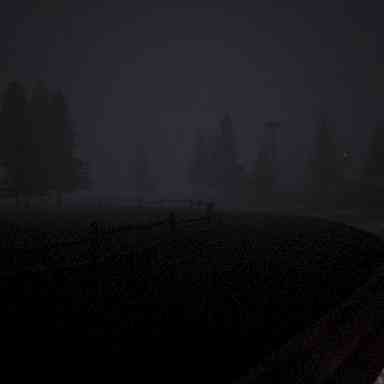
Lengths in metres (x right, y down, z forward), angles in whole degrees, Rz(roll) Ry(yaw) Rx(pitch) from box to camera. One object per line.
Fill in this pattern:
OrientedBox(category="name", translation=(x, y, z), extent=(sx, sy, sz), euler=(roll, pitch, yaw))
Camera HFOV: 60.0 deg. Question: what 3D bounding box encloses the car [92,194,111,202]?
OrientedBox(category="car", translation=(-19.209, 1.236, 70.371), extent=(4.892, 1.490, 1.837), euler=(0, 0, 40))
